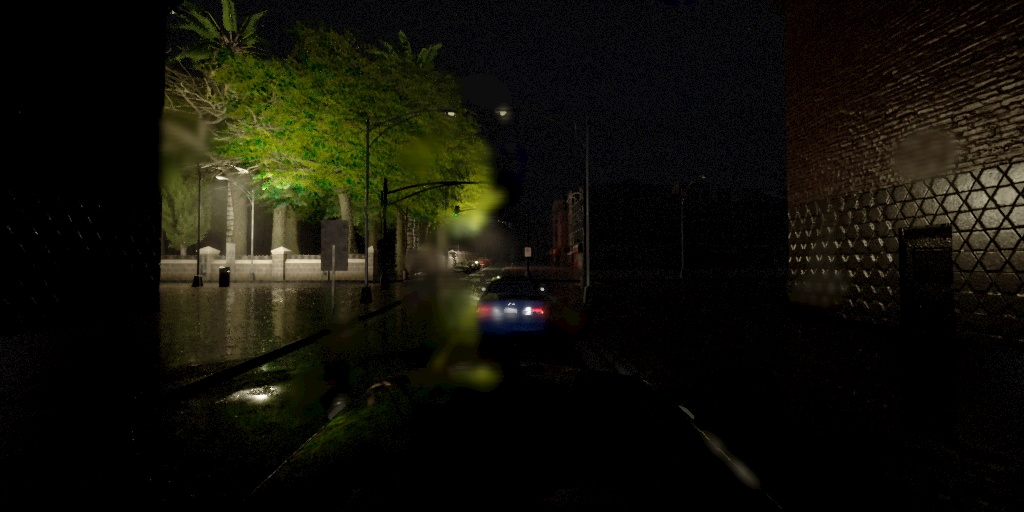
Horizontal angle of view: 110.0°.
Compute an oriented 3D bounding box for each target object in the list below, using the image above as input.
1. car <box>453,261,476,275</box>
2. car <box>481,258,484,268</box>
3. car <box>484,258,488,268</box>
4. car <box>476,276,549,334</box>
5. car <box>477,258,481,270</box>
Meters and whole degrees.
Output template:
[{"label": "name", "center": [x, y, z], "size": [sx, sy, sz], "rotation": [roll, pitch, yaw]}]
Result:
[{"label": "car", "center": [-5.500, 1.333, 39.845], "size": [2.007, 1.370, 4.403], "rotation": [0, 0, 0]}, {"label": "car", "center": [-5.565, 1.371, 52.430], "size": [1.948, 1.339, 4.313], "rotation": [0, 0, 0]}, {"label": "car", "center": [-5.644, 1.416, 63.329], "size": [1.802, 1.307, 4.207], "rotation": [0, 0, 0]}, {"label": "car", "center": [0.026, 1.301, 10.649], "size": [2.033, 1.411, 5.357], "rotation": [0, 0, 1]}, {"label": "car", "center": [-5.525, 1.344, 46.980], "size": [2.007, 1.370, 4.403], "rotation": [0, 0, 0]}]
